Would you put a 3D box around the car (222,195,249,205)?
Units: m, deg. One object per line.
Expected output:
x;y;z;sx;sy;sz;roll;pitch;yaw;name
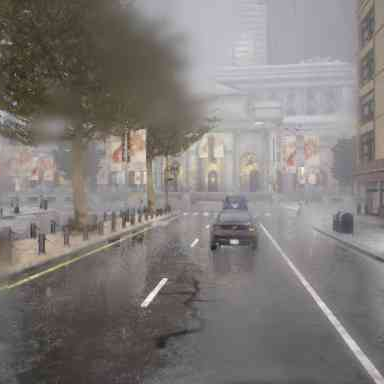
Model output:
3.780;1.257;29.071;2.150;2.045;5.566;0;0;8;car

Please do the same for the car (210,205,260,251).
1.816;1.515;14.169;1.837;1.490;4.892;0;0;8;car
